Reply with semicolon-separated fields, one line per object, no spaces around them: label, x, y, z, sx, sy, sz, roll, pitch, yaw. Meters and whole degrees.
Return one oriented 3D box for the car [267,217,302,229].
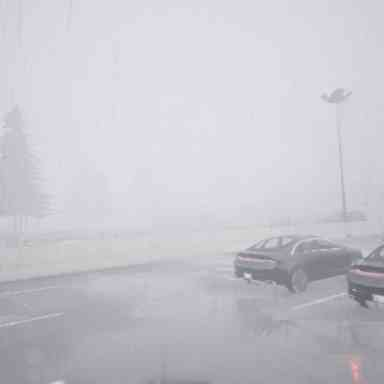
car;12.340;4.148;44.506;4.181;1.385;1.994;0;-4;-28

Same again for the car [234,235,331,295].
car;3.525;2.099;10.521;4.902;1.511;2.128;0;-5;-35

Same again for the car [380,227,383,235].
car;14.009;2.478;21.344;4.674;1.442;1.812;0;-5;-30

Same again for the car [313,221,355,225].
car;15.702;3.006;34.513;5.566;2.045;2.150;0;-5;-28

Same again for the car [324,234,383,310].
car;5.558;1.830;7.676;4.902;1.511;2.128;0;-5;-35
